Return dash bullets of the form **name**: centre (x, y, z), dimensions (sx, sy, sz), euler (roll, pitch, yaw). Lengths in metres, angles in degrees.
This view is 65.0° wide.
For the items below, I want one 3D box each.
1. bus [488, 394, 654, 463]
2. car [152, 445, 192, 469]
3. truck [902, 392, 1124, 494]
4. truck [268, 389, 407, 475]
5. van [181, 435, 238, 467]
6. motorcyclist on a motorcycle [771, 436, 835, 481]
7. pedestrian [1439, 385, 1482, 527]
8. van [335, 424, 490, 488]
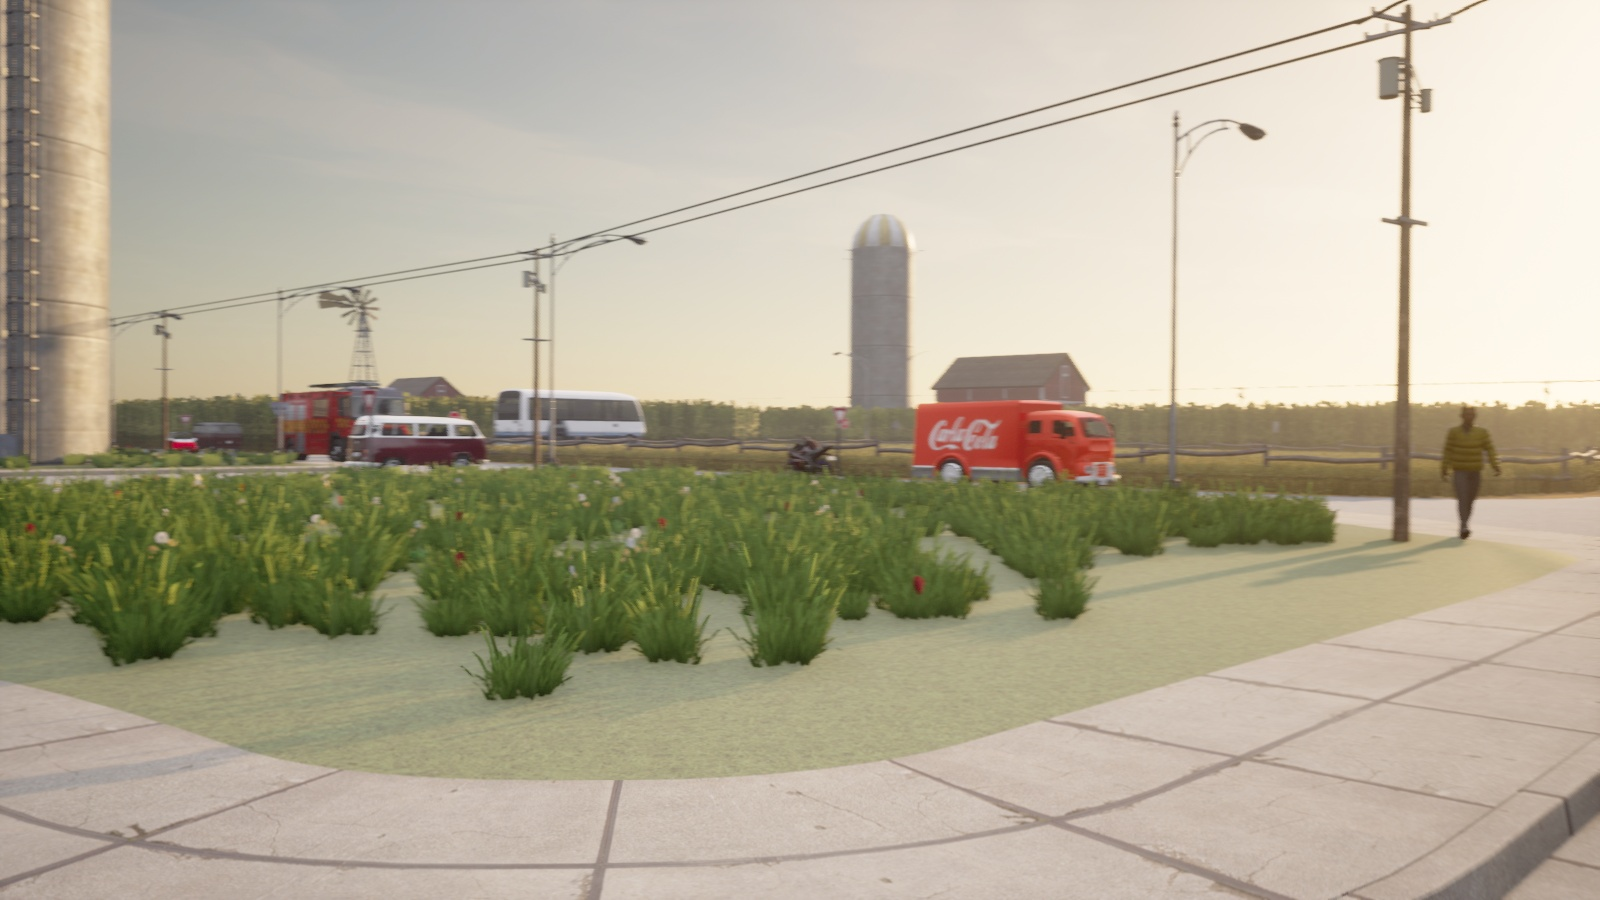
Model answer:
- **bus**: centre (-14.906, -1.427, 82.605), dimensions (3.944, 4.253, 10.273), euler (0, 1, 44)
- **car**: centre (-37.304, 0.409, 74.610), dimensions (2.207, 1.376, 1.481), euler (0, 1, 44)
- **truck**: centre (5.573, -0.178, 33.289), dimensions (5.204, 2.467, 2.627), euler (-1, 1, 44)
- **truck**: centre (-22.210, -0.830, 60.065), dimensions (2.891, 3.827, 8.468), euler (-1, 1, -45)
- **van**: centre (-37.448, 0.044, 79.602), dimensions (4.442, 1.987, 1.775), euler (0, 1, 44)
- **motorcyclist on a motorcycle**: centre (0.092, 0.283, 43.414), dimensions (2.191, 1.530, 0.866), euler (0, 1, 44)
- **pedestrian**: centre (8.808, 0.075, 16.760), dimensions (0.431, 1.840, 0.709), euler (0, 1, 23)
- **van**: centre (-12.999, 0.161, 42.304), dimensions (4.480, 2.038, 2.069), euler (-2, 1, -43)
